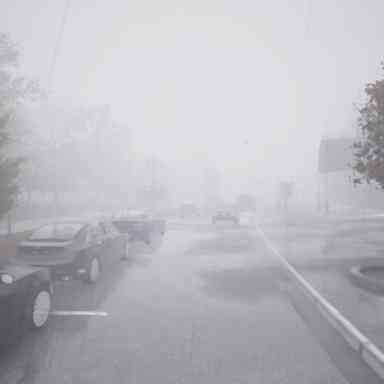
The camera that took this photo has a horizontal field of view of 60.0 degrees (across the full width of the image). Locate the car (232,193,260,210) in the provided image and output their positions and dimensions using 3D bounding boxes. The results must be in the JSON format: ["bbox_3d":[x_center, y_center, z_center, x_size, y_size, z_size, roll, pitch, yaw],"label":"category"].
[{"bbox_3d":[6.963,1.205,42.501,2.150,2.045,5.566,-1,0,17],"label":"car"}]

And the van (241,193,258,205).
[{"bbox_3d":[10.979,1.345,63.480,1.878,1.987,4.442,-3,-1,26],"label":"van"}]

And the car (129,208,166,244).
[{"bbox_3d":[-2.538,1.491,15.867,2.097,1.535,5.008,0,0,7],"label":"car"}]

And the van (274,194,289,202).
[{"bbox_3d":[21.952,1.498,82.939,1.878,1.987,4.442,-3,-1,32],"label":"van"}]

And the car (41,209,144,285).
[{"bbox_3d":[-3.151,1.493,9.569,2.231,1.521,4.892,0,0,5],"label":"car"}]

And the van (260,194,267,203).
[{"bbox_3d":[13.456,1.376,68.493,1.878,1.987,4.442,-3,-1,26],"label":"van"}]

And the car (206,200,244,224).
[{"bbox_3d":[2.600,1.545,24.931,2.033,1.411,5.357,0,0,10],"label":"car"}]

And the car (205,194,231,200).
[{"bbox_3d":[2.918,1.258,42.543,2.435,2.045,5.566,-3,-1,17],"label":"car"}]

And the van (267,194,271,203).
[{"bbox_3d":[16.090,1.412,73.412,1.878,1.987,4.442,-3,-1,27],"label":"van"}]

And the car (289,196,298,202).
[{"bbox_3d":[25.085,1.517,87.462,2.435,2.045,5.566,-3,-1,33],"label":"car"}]

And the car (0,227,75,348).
[{"bbox_3d":[-3.446,1.506,3.867,2.097,1.535,5.008,0,0,3],"label":"car"}]

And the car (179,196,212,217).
[{"bbox_3d":[0.083,1.507,31.691,2.231,1.521,4.892,-3,0,14],"label":"car"}]

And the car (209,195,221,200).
[{"bbox_3d":[1.407,1.509,37.124,2.231,1.521,4.892,-3,-1,14],"label":"car"}]

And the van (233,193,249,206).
[{"bbox_3d":[8.675,1.320,58.382,1.878,1.987,4.442,-3,-1,21],"label":"van"}]
